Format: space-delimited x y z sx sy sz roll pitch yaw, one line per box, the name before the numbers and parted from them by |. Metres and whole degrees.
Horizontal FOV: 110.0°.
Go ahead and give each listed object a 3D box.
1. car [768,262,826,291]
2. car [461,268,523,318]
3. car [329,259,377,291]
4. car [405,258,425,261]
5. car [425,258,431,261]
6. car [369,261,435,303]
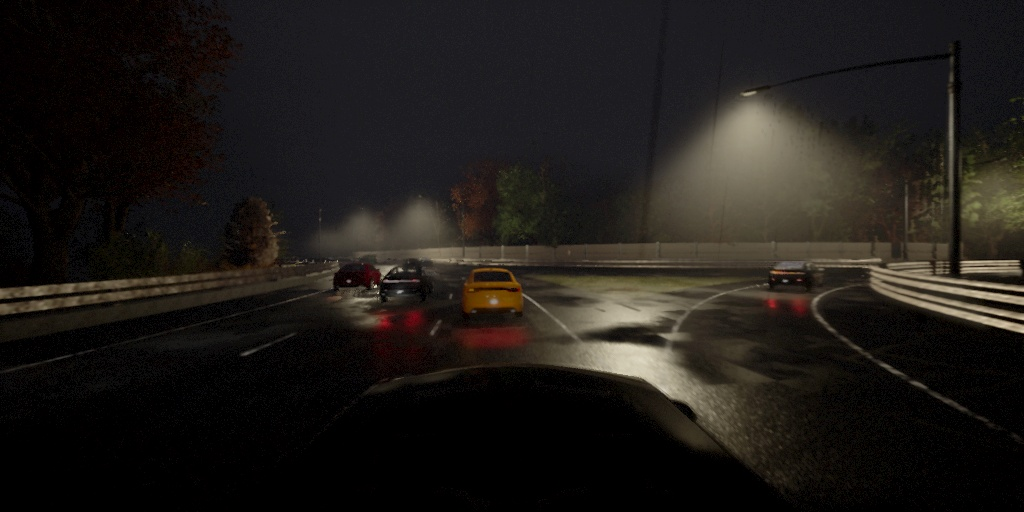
car | 15.861 1.060 19.943 4.902 1.511 2.128 -1 0 -40
car | -0.800 1.168 12.912 1.882 1.535 5.008 0 0 -6
car | -9.058 1.162 21.353 1.882 1.535 5.008 0 0 -10
car | -12.288 1.078 43.914 1.837 1.490 4.892 0 0 -23
car | -13.409 1.012 54.183 2.128 1.511 4.902 0 0 -28
car | -4.658 1.182 16.365 2.128 1.511 4.902 0 0 -7
